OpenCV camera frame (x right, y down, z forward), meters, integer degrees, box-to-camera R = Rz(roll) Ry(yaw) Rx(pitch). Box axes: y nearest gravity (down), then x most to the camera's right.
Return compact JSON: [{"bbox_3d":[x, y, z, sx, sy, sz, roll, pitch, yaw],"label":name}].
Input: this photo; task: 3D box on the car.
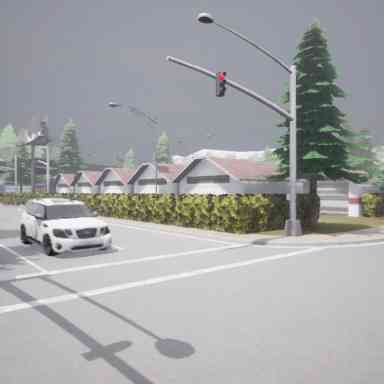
[{"bbox_3d":[-5.320,1.337,13.530,2.150,2.045,5.566,0,1,-40],"label":"car"}]
